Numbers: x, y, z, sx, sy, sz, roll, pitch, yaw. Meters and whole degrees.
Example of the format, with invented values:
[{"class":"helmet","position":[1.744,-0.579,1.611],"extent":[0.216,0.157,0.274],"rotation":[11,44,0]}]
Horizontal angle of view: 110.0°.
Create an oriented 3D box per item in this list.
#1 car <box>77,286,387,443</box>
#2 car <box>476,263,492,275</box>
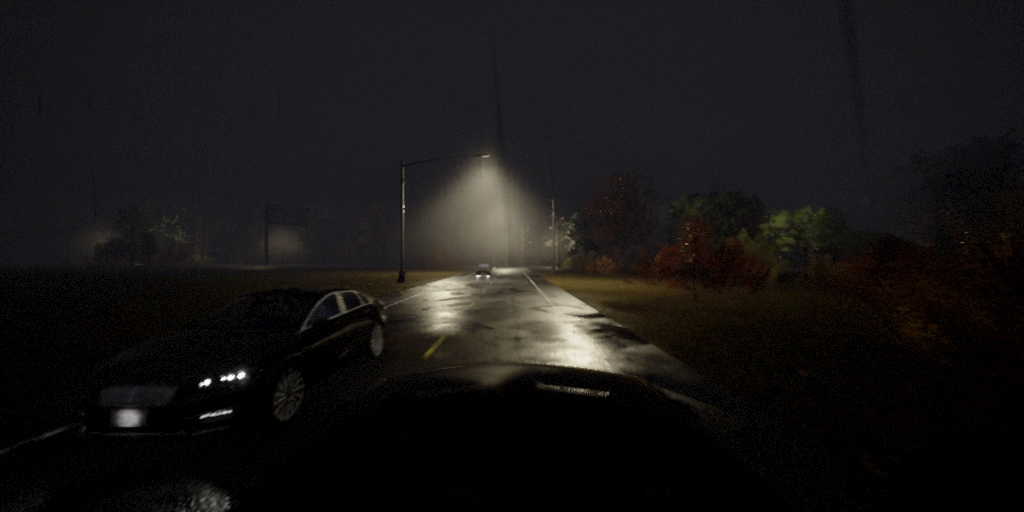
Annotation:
[{"class":"car","position":[-3.597,1.279,5.818],"extent":[2.128,1.511,4.902],"rotation":[0,-1,0]},{"class":"car","position":[-3.567,1.667,46.111],"extent":[2.033,1.411,5.357],"rotation":[0,0,0]}]
